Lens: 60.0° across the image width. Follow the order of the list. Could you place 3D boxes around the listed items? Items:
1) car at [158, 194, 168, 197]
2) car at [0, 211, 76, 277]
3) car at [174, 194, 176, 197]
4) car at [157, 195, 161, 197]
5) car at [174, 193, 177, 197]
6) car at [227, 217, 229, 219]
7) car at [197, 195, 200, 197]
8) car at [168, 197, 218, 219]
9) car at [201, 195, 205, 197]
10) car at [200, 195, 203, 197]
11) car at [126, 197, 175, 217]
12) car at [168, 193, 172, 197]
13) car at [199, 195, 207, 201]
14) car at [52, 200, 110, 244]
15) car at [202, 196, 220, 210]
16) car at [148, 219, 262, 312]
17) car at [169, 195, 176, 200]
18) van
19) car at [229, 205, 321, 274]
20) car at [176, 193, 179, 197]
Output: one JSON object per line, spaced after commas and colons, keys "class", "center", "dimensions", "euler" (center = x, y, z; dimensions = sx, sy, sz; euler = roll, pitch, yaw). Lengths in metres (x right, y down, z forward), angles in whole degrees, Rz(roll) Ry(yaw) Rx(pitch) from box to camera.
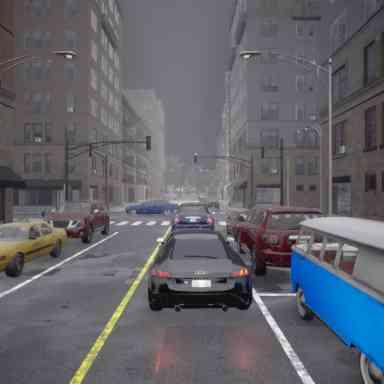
{"class": "car", "center": [-5.389, 1.522, 53.892], "dimensions": [1.752, 1.417, 4.829], "euler": [0, 0, 0]}
{"class": "car", "center": [-5.395, 1.525, 10.242], "dimensions": [1.752, 1.417, 4.829], "euler": [0, 0, 0]}
{"class": "car", "center": [-5.371, 1.548, 75.990], "dimensions": [2.008, 1.369, 4.403], "euler": [0, 0, 0]}
{"class": "car", "center": [-5.397, 1.521, 42.928], "dimensions": [1.752, 1.417, 4.829], "euler": [0, 0, 0]}
{"class": "car", "center": [-5.367, 1.563, 81.472], "dimensions": [1.947, 1.339, 4.313], "euler": [0, 0, 0]}
{"class": "car", "center": [2.645, 1.581, 16.086], "dimensions": [1.802, 1.307, 4.206], "euler": [0, 0, 0]}
{"class": "car", "center": [2.668, 1.547, 70.504], "dimensions": [2.008, 1.369, 4.403], "euler": [0, 0, 0]}
{"class": "car", "center": [0.057, 1.351, 17.855], "dimensions": [2.097, 1.767, 4.553], "euler": [0, 0, 0]}
{"class": "car", "center": [2.659, 1.541, 48.576], "dimensions": [1.887, 1.381, 4.507], "euler": [0, 0, 0]}
{"class": "car", "center": [2.661, 1.547, 54.058], "dimensions": [2.008, 1.369, 4.403], "euler": [0, 0, 0]}
{"class": "car", "center": [-3.707, 1.487, 31.220], "dimensions": [5.008, 1.535, 1.882], "euler": [0, 0, 0]}
{"class": "car", "center": [-5.384, 1.311, 59.544], "dimensions": [2.192, 1.841, 5.009], "euler": [0, 0, 0]}
{"class": "car", "center": [2.673, 1.437, 81.468], "dimensions": [1.967, 1.590, 4.097], "euler": [0, 0, 0]}
{"class": "car", "center": [-5.393, 1.314, 16.091], "dimensions": [2.192, 1.841, 5.009], "euler": [0, 0, 0]}
{"class": "car", "center": [2.656, 1.547, 43.095], "dimensions": [2.008, 1.369, 4.403], "euler": [0, 0, 0]}
{"class": "car", "center": [0.101, 1.564, 7.799], "dimensions": [1.994, 1.385, 4.181], "euler": [0, 0, -2]}
{"class": "car", "center": [-5.359, 1.523, 92.266], "dimensions": [1.752, 1.417, 4.829], "euler": [0, 0, 0]}
{"class": "van", "center": [2.640, 1.341, 4.729], "dimensions": [1.690, 1.788, 3.998], "euler": [0, 0, 0]}
{"class": "car", "center": [2.643, 1.314, 10.407], "dimensions": [2.192, 1.841, 5.009], "euler": [0, 0, 0]}
{"class": "car", "center": [-5.362, 1.312, 86.954], "dimensions": [2.192, 1.841, 5.009], "euler": [0, 0, 0]}
